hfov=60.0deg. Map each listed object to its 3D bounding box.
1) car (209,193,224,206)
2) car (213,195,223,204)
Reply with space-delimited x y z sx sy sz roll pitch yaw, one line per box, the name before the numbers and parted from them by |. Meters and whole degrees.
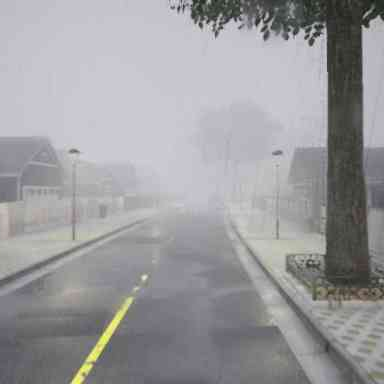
car | 4.080 1.185 55.853 2.150 2.045 5.566 0 0 6
car | 5.140 1.460 66.191 1.837 1.490 4.892 0 0 6
